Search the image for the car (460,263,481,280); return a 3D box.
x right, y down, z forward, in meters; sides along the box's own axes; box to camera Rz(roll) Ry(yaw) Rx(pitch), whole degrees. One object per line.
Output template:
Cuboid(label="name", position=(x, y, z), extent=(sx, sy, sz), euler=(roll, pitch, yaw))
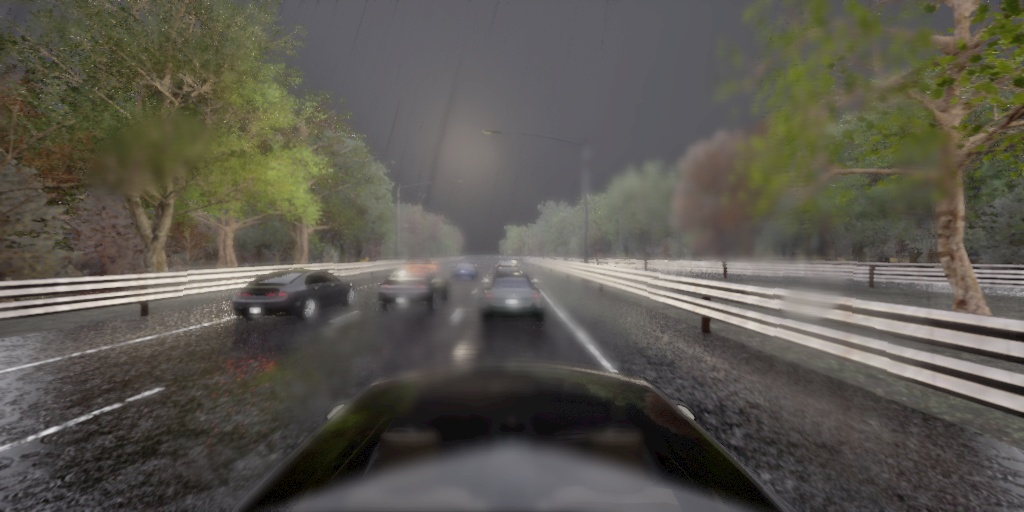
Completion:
Cuboid(label="car", position=(-3.709, 1.246, 29.828), extent=(1.994, 1.385, 4.181), euler=(0, 0, -1))

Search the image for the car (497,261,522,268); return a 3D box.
Cuboid(label="car", position=(-0.195, 1.173, 29.167), extent=(2.128, 1.511, 4.902), euler=(0, 0, -1))

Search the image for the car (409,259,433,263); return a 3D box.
Cuboid(label="car", position=(-7.192, 1.037, 28.852), extent=(2.097, 1.767, 4.553), euler=(0, 0, -1))

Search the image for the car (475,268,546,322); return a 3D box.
Cuboid(label="car", position=(0.031, 1.284, 12.150), extent=(1.994, 1.385, 4.181), euler=(0, 0, 0))

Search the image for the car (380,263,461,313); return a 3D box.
Cuboid(label="car", position=(-3.478, 1.207, 13.774), extent=(2.128, 1.511, 4.902), euler=(0, 0, 0))

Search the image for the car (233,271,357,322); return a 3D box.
Cuboid(label="car", position=(-6.969, 1.228, 12.168), extent=(1.837, 1.490, 4.892), euler=(0, 1, 0))
